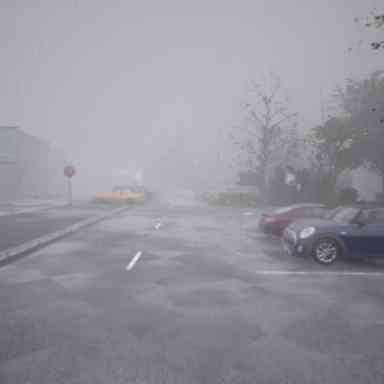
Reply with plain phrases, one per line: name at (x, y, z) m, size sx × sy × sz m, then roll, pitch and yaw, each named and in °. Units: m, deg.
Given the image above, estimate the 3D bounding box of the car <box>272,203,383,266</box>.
car at (5.101, 1.139, 10.158) m, size 4.553 × 1.767 × 2.185 m, roll 1°, pitch 2°, yaw 0°

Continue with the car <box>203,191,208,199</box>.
car at (4.637, 0.272, 45.285) m, size 5.566 × 2.045 × 2.435 m, roll 1°, pitch 0°, yaw -1°

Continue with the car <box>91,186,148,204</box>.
car at (-7.661, 0.460, 34.611) m, size 5.366 × 1.575 × 1.946 m, roll 1°, pitch 1°, yaw -1°

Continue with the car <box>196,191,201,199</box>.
car at (2.594, 0.563, 63.369) m, size 1.837 × 1.490 × 4.892 m, roll -1°, pitch -2°, yaw 33°

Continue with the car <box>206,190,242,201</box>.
car at (4.609, 0.515, 48.079) m, size 4.892 × 1.521 × 2.231 m, roll 1°, pitch 0°, yaw -1°

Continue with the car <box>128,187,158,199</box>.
car at (-7.699, 0.209, 52.710) m, size 4.553 × 1.767 × 2.185 m, roll 1°, pitch 0°, yaw -1°

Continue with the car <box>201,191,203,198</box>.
car at (4.545, 0.258, 50.747) m, size 5.566 × 2.045 × 2.435 m, roll 1°, pitch 0°, yaw -1°

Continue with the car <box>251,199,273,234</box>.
car at (5.016, 1.204, 13.331) m, size 4.674 × 1.452 × 2.002 m, roll 1°, pitch 2°, yaw -1°

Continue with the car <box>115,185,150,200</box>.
car at (-7.479, 0.298, 37.530) m, size 4.553 × 1.767 × 2.185 m, roll 1°, pitch 1°, yaw -1°

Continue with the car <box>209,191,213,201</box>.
car at (4.949, 0.605, 36.913) m, size 5.366 × 1.575 × 1.946 m, roll 1°, pitch 1°, yaw -1°

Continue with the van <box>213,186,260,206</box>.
van at (4.684, 0.419, 34.112) m, size 4.442 × 1.987 × 1.878 m, roll 1°, pitch 1°, yaw -1°

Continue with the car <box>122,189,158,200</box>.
car at (-7.676, 0.339, 49.674) m, size 5.008 × 1.535 × 2.097 m, roll 1°, pitch 0°, yaw -1°

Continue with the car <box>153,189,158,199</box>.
car at (-7.599, 0.094, 46.757) m, size 5.566 × 2.045 × 2.435 m, roll 1°, pitch 0°, yaw -1°

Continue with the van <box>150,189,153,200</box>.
van at (-7.429, 0.166, 40.566) m, size 4.442 × 1.987 × 1.878 m, roll 1°, pitch 1°, yaw -1°
